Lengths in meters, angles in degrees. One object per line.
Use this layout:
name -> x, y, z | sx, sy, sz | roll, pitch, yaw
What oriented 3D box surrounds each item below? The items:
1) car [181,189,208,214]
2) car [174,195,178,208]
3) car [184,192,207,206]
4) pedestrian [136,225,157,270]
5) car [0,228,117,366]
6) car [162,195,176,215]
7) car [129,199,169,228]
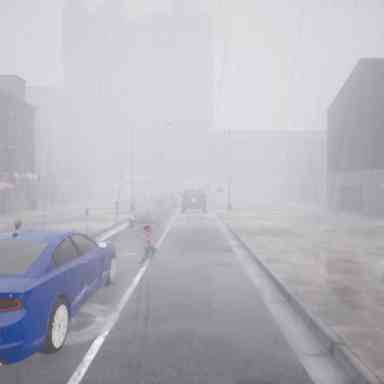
car -> 0.214, 0.757, 29.205 | 2.150, 2.045, 5.566 | 0, 1, 1
car -> -2.455, 0.999, 35.678 | 1.947, 1.339, 4.313 | 0, 1, 0
car -> 0.533, 0.848, 40.603 | 2.128, 1.511, 4.902 | 0, 1, 9
pedestrian -> -1.232, 1.150, 8.954 | 0.375, 1.860, 0.375 | 0, 1, 0
car -> -2.720, 1.381, 5.964 | 1.882, 1.535, 5.008 | 0, 1, 0
car -> -2.511, 1.172, 24.776 | 1.947, 1.339, 4.313 | 0, 1, 0
car -> -2.540, 1.274, 19.324 | 1.802, 1.307, 4.206 | 0, 1, 0
